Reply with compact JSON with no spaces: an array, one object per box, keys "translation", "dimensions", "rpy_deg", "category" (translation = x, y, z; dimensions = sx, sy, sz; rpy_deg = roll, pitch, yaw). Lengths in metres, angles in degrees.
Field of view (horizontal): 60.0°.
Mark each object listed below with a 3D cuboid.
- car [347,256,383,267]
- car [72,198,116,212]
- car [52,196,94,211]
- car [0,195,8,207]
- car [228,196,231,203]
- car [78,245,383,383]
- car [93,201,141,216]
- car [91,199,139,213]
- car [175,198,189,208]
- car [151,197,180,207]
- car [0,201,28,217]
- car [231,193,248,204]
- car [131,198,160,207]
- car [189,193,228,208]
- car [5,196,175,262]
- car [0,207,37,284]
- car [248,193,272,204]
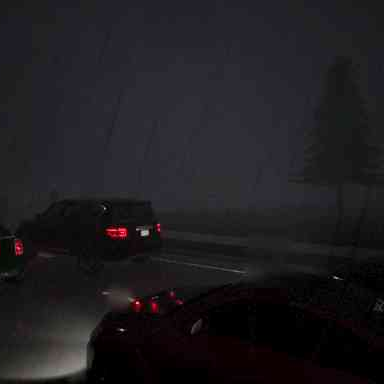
[{"translation":[4.703,1.478,4.933],"dimensions":[5.008,1.535,1.882],"rpy_deg":[0,0,35],"category":"car"},{"translation":[-11.719,1.478,40.010],"dimensions":[1.882,1.535,5.008],"rpy_deg":[0,0,36],"category":"car"},{"translation":[-14.811,1.352,41.714],"dimensions":[2.097,1.767,4.553],"rpy_deg":[0,0,36],"category":"car"},{"translation":[-17.322,1.222,26.368],"dimensions":[2.150,2.045,5.566],"rpy_deg":[0,0,36],"category":"car"},{"translation":[7.096,1.527,65.601],"dimensions":[1.812,1.442,4.674],"rpy_deg":[0,0,36],"category":"car"},{"translation":[0.834,1.564,3.394],"dimensions":[4.181,1.385,1.994],"rpy_deg":[0,0,35],"category":"car"},{"translation":[-7.541,1.601,33.865],"dimensions":[1.895,1.301,4.718],"rpy_deg":[0,0,36],"category":"car"},{"translation":[-8.715,1.548,38.189],"dimensions":[2.033,1.411,5.357],"rpy_deg":[0,0,36],"category":"car"},{"translation":[-0.979,1.600,48.771],"dimensions":[1.895,1.301,4.718],"rpy_deg":[0,0,36],"category":"car"},{"translation":[-4.015,1.525,50.551],"dimensions":[1.812,1.442,4.674],"rpy_deg":[0,0,36],"category":"car"},{"translation":[-18.280,1.601,31.271],"dimensions":[1.895,1.301,4.718],"rpy_deg":[0,0,39],"category":"car"},{"translation":[10.209,1.261,63.920],"dimensions":[2.150,2.045,5.566],"rpy_deg":[0,0,36],"category":"car"},{"translation":[-7.224,1.601,52.090],"dimensions":[1.895,1.301,4.718],"rpy_deg":[0,0,36],"category":"car"},{"translation":[2.436,1.223,47.515],"dimensions":[2.150,2.045,5.566],"rpy_deg":[0,0,36],"category":"car"},{"translation":[-3.473,1.221,10.732],"dimensions":[5.566,2.045,2.150],"rpy_deg":[0,0,36],"category":"car"},{"translation":[-6.217,1.352,8.391],"dimensions":[4.553,1.767,2.097],"rpy_deg":[0,0,36],"category":"car"},{"translation":[13.035,1.261,61.855],"dimensions":[2.150,2.045,5.566],"rpy_deg":[0,0,36],"category":"car"}]
